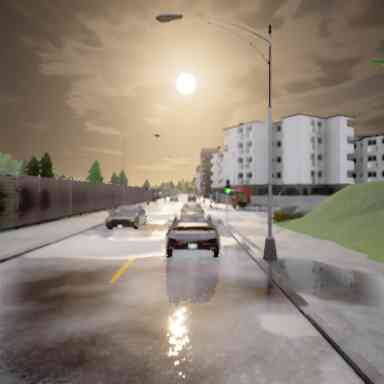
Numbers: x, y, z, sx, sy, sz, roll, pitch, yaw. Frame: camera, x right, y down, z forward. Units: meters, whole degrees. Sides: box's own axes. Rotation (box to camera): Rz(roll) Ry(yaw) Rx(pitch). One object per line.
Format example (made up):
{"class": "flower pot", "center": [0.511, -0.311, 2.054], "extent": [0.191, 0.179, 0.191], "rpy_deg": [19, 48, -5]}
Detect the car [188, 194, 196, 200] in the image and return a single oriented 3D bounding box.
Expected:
{"class": "car", "center": [0.003, 1.408, 90.930], "extent": [2.128, 1.511, 4.902], "rpy_deg": [0, 0, 0]}

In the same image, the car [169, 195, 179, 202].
{"class": "car", "center": [-3.999, 1.490, 74.308], "extent": [1.837, 1.490, 4.892], "rpy_deg": [0, 0, 0]}

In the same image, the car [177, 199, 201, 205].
{"class": "car", "center": [0.027, 1.544, 25.783], "extent": [2.033, 1.411, 5.357], "rpy_deg": [0, 0, 1]}

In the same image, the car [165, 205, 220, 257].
{"class": "car", "center": [0.042, 1.489, 12.863], "extent": [2.128, 1.511, 4.902], "rpy_deg": [0, 0, 1]}

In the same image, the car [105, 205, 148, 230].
{"class": "car", "center": [-4.020, 1.545, 21.284], "extent": [2.033, 1.411, 5.357], "rpy_deg": [0, 0, 0]}

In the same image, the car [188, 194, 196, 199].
{"class": "car", "center": [0.001, 1.341, 80.899], "extent": [2.097, 1.767, 4.553], "rpy_deg": [0, 0, 0]}
